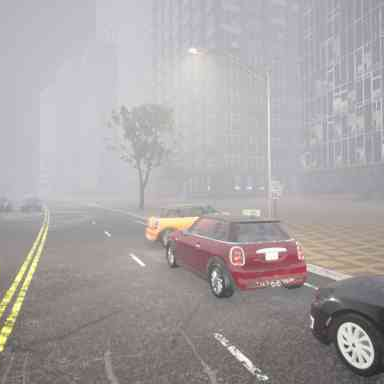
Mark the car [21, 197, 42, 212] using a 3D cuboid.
[{"bbox_3d":[-18.934,1.393,39.370,2.097,1.767,4.553,0,0,-24],"label":"car"}]

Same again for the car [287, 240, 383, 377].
[{"bbox_3d":[3.605,1.505,3.415,1.837,1.490,4.892,0,0,-36],"label":"car"}]

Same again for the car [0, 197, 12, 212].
[{"bbox_3d":[-21.900,1.390,38.041,2.097,1.767,4.553,0,0,-24],"label":"car"}]

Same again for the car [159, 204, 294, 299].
[{"bbox_3d":[0.856,1.355,8.879,2.097,1.767,4.553,0,0,-22],"label":"car"}]

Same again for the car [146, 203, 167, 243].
[{"bbox_3d":[0.322,1.276,14.513,4.553,1.767,2.097,-3,1,-18],"label":"car"}]
